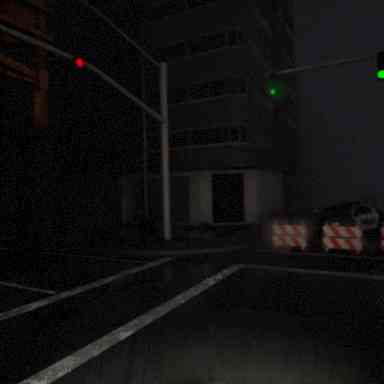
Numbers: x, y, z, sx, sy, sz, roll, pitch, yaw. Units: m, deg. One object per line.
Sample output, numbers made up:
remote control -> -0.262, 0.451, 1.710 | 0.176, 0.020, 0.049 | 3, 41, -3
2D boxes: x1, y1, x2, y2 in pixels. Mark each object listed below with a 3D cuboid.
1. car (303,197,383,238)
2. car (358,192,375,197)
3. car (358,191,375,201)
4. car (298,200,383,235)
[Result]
car -> 7.083, 1.235, 15.452 | 4.974, 1.542, 2.038 | -2, 0, -37
car -> 24.075, 0.731, 45.833 | 2.038, 1.542, 4.974 | -1, 0, 28
car -> 24.095, 0.573, 45.878 | 1.853, 1.218, 4.536 | -1, 0, 28
car -> 7.121, 1.077, 15.483 | 4.536, 1.218, 1.853 | -2, 0, -37
